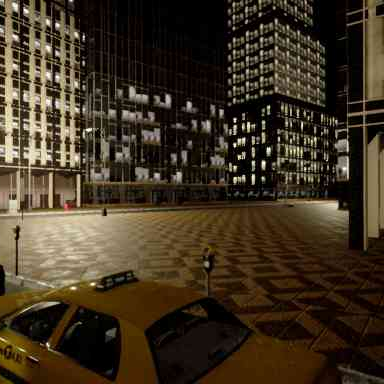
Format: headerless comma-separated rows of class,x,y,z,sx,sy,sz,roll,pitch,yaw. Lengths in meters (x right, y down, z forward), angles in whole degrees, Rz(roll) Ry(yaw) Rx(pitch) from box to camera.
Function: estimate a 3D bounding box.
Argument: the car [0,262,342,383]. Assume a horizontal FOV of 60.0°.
car,-0.982,1.525,3.575,4.829,1.417,1.752,0,0,35
